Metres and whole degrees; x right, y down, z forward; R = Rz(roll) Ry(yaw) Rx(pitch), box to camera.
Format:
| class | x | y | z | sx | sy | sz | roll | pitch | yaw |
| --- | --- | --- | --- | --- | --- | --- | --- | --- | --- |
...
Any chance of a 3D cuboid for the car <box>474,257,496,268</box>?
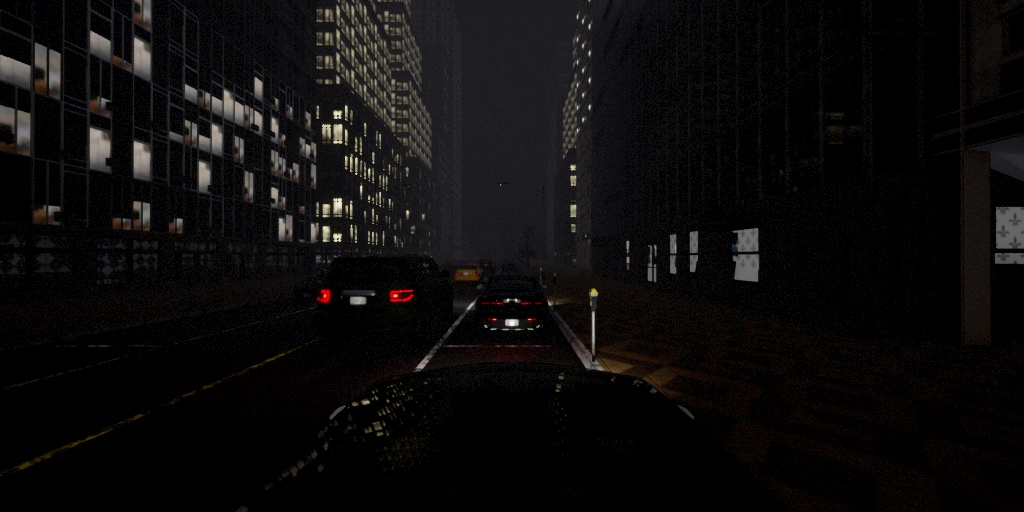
| class | x | y | z | sx | sy | sz | roll | pitch | yaw |
| --- | --- | --- | --- | --- | --- | --- | --- | --- | --- |
| car | -3.045 | 1.086 | 43.596 | 2.097 | 1.767 | 4.553 | 0 | 0 | 0 |

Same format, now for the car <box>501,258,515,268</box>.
| class | x | y | z | sx | sy | sz | roll | pitch | yaw |
| --- | --- | --- | --- | --- | --- | --- | --- | --- | --- |
| car | -0.455 | 1.298 | 46.099 | 1.948 | 1.339 | 4.313 | 0 | 0 | 0 |

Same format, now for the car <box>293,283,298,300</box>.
| class | x | y | z | sx | sy | sz | roll | pitch | yaw |
| --- | --- | --- | --- | --- | --- | --- | --- | --- | --- |
| car | -8.836 | 1.313 | 17.650 | 1.948 | 1.339 | 4.313 | 0 | 0 | 0 |

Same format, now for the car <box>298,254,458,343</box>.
| class | x | y | z | sx | sy | sz | roll | pitch | yaw |
| --- | --- | --- | --- | --- | --- | --- | --- | --- | --- |
| car | -3.048 | 0.971 | 9.781 | 2.150 | 2.045 | 5.566 | 0 | 0 | 0 |

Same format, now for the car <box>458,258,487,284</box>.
| class | x | y | z | sx | sy | sz | roll | pitch | yaw |
| --- | --- | --- | --- | --- | --- | --- | --- | --- | --- |
| car | -3.148 | 1.200 | 27.118 | 1.801 | 1.575 | 5.366 | 0 | 0 | 0 |

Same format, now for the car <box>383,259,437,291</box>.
| class | x | y | z | sx | sy | sz | roll | pitch | yaw |
| --- | --- | --- | --- | --- | --- | --- | --- | --- | --- |
| car | -6.246 | 1.098 | 22.473 | 2.097 | 1.767 | 4.553 | 0 | 0 | 0 |

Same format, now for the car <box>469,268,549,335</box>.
| class | x | y | z | sx | sy | sz | roll | pitch | yaw |
| --- | --- | --- | --- | --- | --- | --- | --- | --- | --- |
| car | 0.000 | 1.253 | 10.499 | 1.837 | 1.490 | 4.892 | 0 | 0 | 0 |
